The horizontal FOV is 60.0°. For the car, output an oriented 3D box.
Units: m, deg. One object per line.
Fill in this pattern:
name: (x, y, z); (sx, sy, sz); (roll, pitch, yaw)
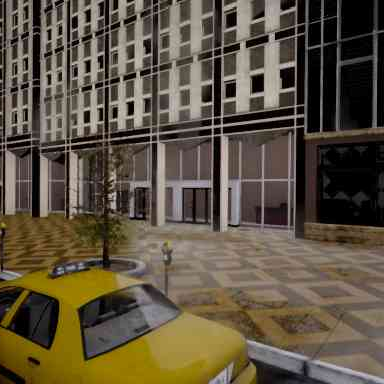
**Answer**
car: (-1.654, 1.524, 4.076); (4.829, 1.417, 1.752); (0, 1, 36)
